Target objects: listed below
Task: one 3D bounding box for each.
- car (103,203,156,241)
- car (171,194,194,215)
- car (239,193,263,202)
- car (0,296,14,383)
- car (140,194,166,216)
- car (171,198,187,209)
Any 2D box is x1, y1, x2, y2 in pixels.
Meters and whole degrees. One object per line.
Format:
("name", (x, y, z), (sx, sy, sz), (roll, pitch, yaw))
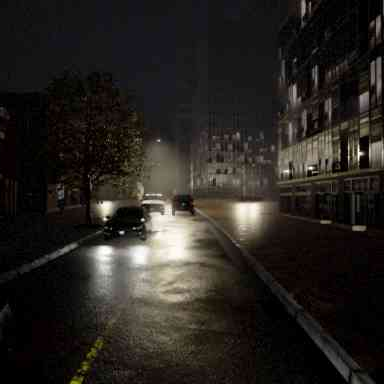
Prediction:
("car", (-3.064, 1.509, 16.648), (1.837, 1.490, 4.892), (0, 0, -1))
("car", (-0.949, 1.229, 33.721), (2.150, 2.045, 5.566), (0, 0, -3))
("car", (12.151, 1.212, 68.663), (5.009, 1.841, 2.192), (0, -1, 13))
("car", (-2.879, 1.505, 1.742), (1.837, 1.490, 4.892), (0, 0, 0))
("car", (-3.762, 1.225, 32.542), (2.150, 2.045, 5.566), (0, 0, -3))
("car", (-1.876, 1.534, 46.245), (1.812, 1.442, 4.674), (0, 0, -7))
